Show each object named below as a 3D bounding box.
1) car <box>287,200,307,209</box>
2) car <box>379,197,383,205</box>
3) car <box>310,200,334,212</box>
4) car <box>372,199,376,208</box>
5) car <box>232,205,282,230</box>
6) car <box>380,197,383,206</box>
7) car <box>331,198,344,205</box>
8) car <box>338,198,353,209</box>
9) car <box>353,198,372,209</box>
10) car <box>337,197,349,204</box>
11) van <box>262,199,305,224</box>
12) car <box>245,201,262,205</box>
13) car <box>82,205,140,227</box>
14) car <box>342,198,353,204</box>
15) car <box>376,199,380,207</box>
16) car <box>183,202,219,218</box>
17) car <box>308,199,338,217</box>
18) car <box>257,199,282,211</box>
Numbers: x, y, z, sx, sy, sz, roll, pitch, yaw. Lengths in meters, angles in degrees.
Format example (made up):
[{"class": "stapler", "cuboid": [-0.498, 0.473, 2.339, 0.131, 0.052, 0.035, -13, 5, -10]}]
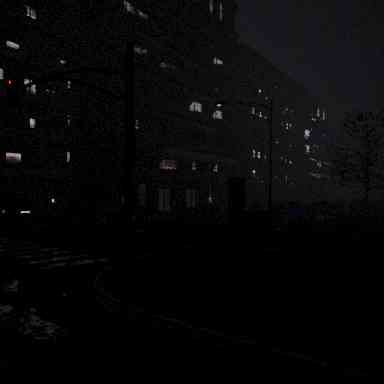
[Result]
[{"class": "car", "cuboid": [17.343, 1.975, 54.860, 1.802, 1.307, 4.206, 1, 0, 36]}, {"class": "car", "cuboid": [47.089, 2.151, 81.036, 2.192, 1.841, 5.009, 1, 0, 36]}, {"class": "car", "cuboid": [18.097, 1.914, 46.121, 1.882, 1.535, 5.008, 1, 0, 36]}, {"class": "car", "cuboid": [30.652, 2.202, 58.778, 1.802, 1.307, 4.206, 1, 0, 36]}, {"class": "car", "cuboid": [4.359, 1.827, 23.167, 1.947, 1.339, 4.313, 1, 0, 36]}, {"class": "car", "cuboid": [37.226, 2.252, 67.681, 1.887, 1.381, 4.507, 1, 0, 36]}, {"class": "car", "cuboid": [33.776, 2.177, 77.117, 1.947, 1.339, 4.313, 1, 0, 36]}, {"class": "car", "cuboid": [24.071, 2.064, 54.235, 2.033, 1.411, 5.357, 1, 0, 37]}, {"class": "car", "cuboid": [27.368, 1.891, 54.328, 2.192, 1.841, 5.009, 1, 0, 36]}, {"class": "car", "cuboid": [37.064, 2.094, 81.569, 1.967, 1.590, 4.097, 1, 0, 36]}, {"class": "van", "cuboid": [7.648, 1.648, 27.618, 1.690, 1.788, 3.998, 1, 0, 36]}, {"class": "car", "cuboid": [7.483, 1.840, 41.505, 1.802, 1.307, 4.206, 1, 0, 36]}, {"class": "car", "cuboid": [-5.664, 1.626, 23.699, 2.008, 1.369, 4.403, 1, 0, 36]}, {"class": "car", "cuboid": [40.249, 2.221, 85.883, 1.752, 1.417, 4.829, 1, 0, 36]}, {"class": "car", "cuboid": [33.940, 2.104, 63.230, 1.967, 1.590, 4.097, 1, 0, 36]}, {"class": "car", "cuboid": [0.910, 1.712, 32.602, 1.887, 1.381, 4.507, 1, 0, 36]}, {"class": "car", "cuboid": [14.221, 1.838, 36.522, 1.967, 1.590, 4.097, 1, 0, 36]}, {"class": "car", "cuboid": [10.771, 1.743, 45.957, 1.967, 1.590, 4.097, 1, 0, 36]}]
